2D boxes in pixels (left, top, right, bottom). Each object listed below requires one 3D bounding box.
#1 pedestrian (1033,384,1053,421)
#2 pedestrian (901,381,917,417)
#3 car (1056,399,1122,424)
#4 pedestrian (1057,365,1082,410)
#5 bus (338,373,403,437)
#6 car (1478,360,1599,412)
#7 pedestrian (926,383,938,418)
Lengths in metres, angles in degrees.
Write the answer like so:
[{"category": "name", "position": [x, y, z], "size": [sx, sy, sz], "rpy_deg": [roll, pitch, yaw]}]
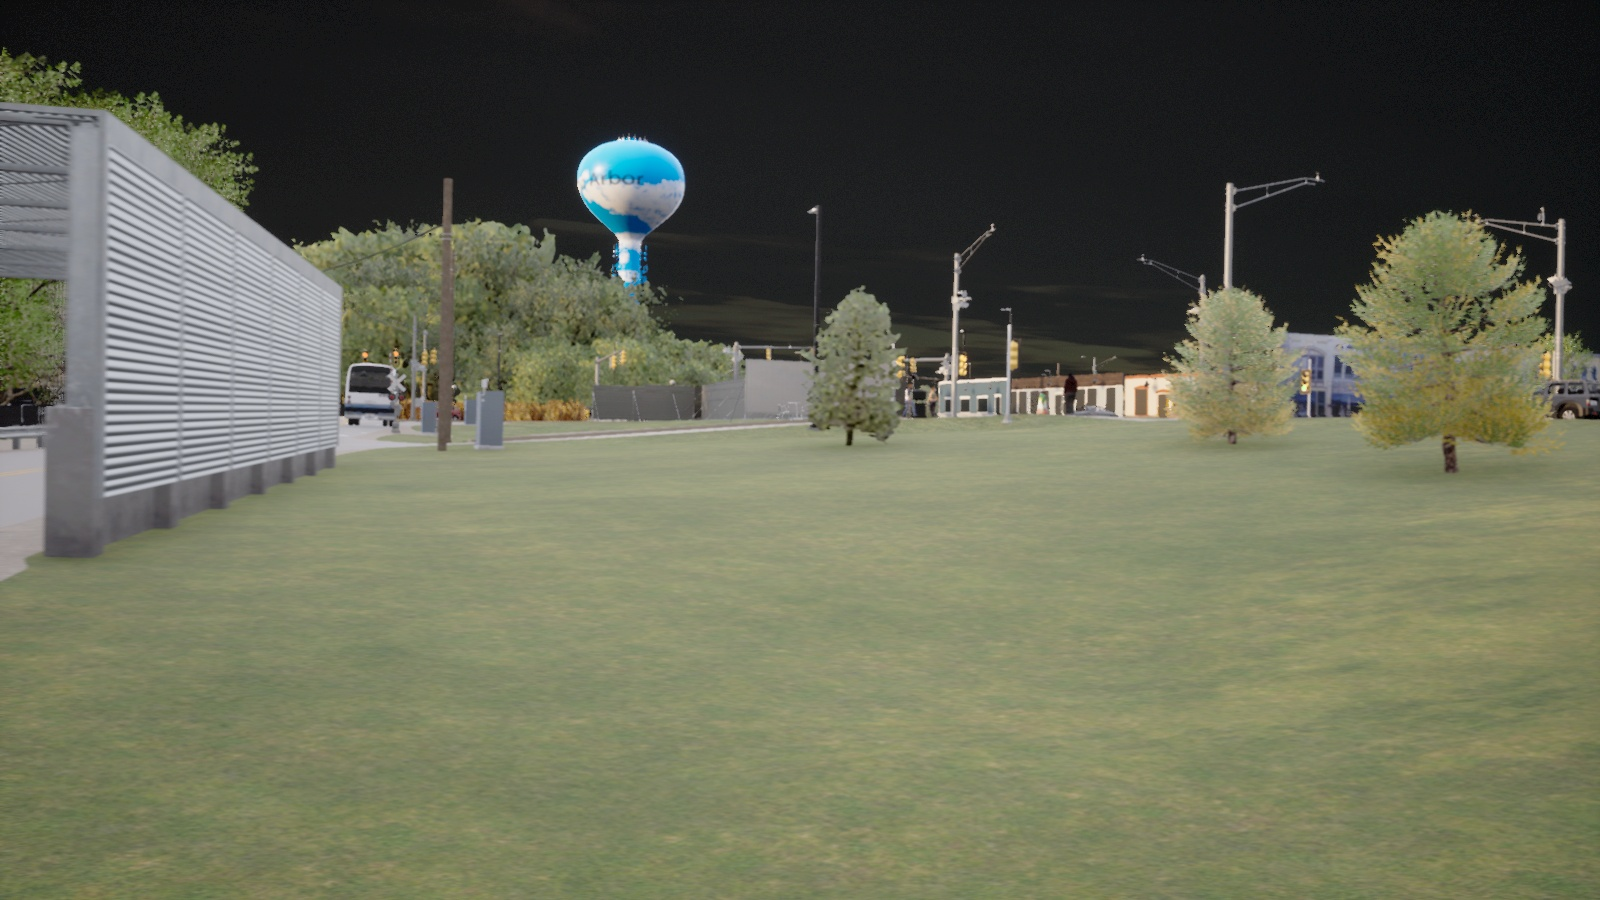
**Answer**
[{"category": "pedestrian", "position": [13.071, -2.570, 67.548], "size": [0.873, 1.952, 0.659], "rpy_deg": [0, 0, -19]}, {"category": "pedestrian", "position": [5.608, -2.641, 64.711], "size": [0.706, 1.836, 0.354], "rpy_deg": [0, 0, -17]}, {"category": "car", "position": [17.435, -2.329, 75.991], "size": [1.994, 1.385, 4.181], "rpy_deg": [0, 0, -18]}, {"category": "pedestrian", "position": [11.218, -2.593, 52.258], "size": [0.634, 1.844, 0.899], "rpy_deg": [0, 0, -21]}, {"category": "bus", "position": [-30.334, -3.173, 89.164], "size": [3.944, 4.253, 10.273], "rpy_deg": [1, 2, -17]}, {"category": "car", "position": [29.402, -2.449, 49.339], "size": [1.932, 1.855, 4.605], "rpy_deg": [0, 1, -26]}, {"category": "pedestrian", "position": [7.143, -2.653, 67.770], "size": [0.345, 1.836, 0.594], "rpy_deg": [0, 0, -35]}]
